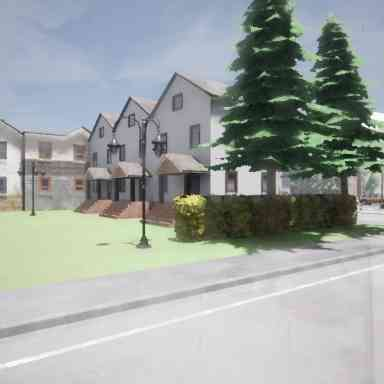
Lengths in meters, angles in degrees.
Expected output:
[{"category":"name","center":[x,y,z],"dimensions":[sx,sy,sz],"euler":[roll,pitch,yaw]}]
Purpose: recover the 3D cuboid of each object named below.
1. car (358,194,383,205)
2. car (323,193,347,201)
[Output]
[{"category":"car","center":[27.228,1.097,49.253],"dimensions":[1.932,1.855,4.605],"euler":[0,0,-36]},{"category":"car","center":[32.093,1.097,74.708],"dimensions":[1.932,1.855,4.605],"euler":[0,0,-36]}]
